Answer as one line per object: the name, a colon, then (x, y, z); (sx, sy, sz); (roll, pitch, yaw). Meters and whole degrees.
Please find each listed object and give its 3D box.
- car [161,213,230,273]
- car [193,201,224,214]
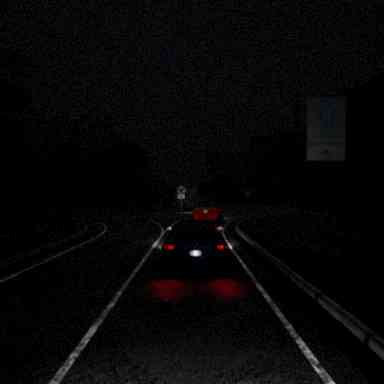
car: (0.098, 1.614, 10.870); (1.994, 1.385, 4.181); (0, 0, 0)
car: (1.430, 1.515, 27.286); (2.097, 1.767, 4.553); (0, -1, 11)
